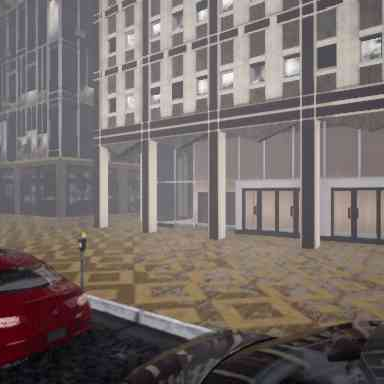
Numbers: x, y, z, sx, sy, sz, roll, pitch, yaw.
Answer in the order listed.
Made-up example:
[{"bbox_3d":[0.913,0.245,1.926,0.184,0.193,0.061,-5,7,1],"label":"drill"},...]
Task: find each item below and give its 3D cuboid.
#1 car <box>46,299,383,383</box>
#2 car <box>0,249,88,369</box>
[{"bbox_3d":[1.273,1.564,1.966,4.313,1.339,1.947,0,0,35],"label":"car"},{"bbox_3d":[-3.327,1.580,5.246,4.206,1.307,1.802,0,0,36],"label":"car"}]
